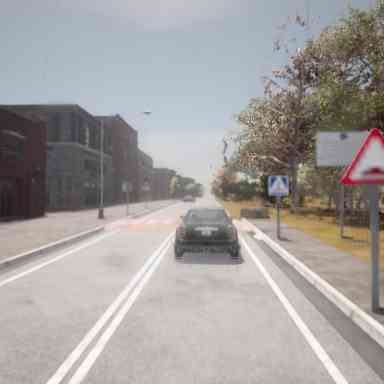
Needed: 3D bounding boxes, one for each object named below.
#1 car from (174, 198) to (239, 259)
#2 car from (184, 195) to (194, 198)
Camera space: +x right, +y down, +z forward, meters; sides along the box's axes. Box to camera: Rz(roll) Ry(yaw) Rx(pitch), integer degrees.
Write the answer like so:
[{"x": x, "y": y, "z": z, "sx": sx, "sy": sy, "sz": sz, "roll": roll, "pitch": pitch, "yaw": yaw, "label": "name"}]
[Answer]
[{"x": 0.562, "y": 1.283, "z": 12.541, "sx": 2.097, "sy": 1.767, "sz": 4.553, "roll": 0, "pitch": 0, "yaw": 3, "label": "car"}, {"x": -0.515, "y": 1.268, "z": 59.998, "sx": 1.994, "sy": 1.385, "sz": 4.181, "roll": 0, "pitch": 0, "yaw": 4, "label": "car"}]
